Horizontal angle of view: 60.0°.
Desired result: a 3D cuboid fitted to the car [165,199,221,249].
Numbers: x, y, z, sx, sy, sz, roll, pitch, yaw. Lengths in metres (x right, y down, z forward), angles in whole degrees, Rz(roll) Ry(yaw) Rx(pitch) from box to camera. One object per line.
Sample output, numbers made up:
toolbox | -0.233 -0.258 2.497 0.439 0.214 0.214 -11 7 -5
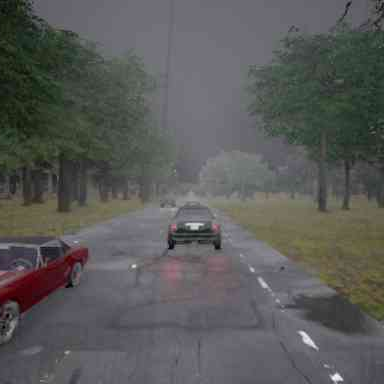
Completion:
car | 0.096 1.365 14.721 2.097 1.767 4.553 0 0 0

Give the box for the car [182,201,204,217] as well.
car | 0.091 1.594 32.069 1.994 1.385 4.181 0 0 0

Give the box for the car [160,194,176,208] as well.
car | -3.582 1.305 50.079 2.150 2.045 5.566 0 -1 0

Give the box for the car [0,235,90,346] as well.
car | -3.602 1.606 6.459 1.895 1.301 4.718 0 0 0
